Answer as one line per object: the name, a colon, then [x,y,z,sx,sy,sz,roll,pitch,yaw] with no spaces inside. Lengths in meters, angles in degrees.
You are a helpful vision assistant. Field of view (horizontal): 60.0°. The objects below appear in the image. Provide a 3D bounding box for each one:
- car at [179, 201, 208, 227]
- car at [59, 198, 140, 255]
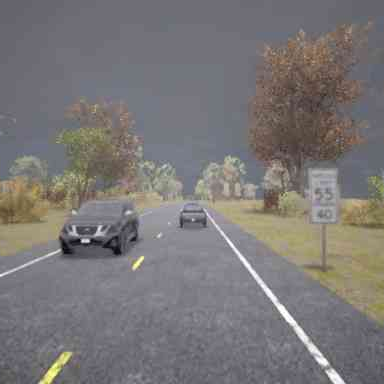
car: [0.086,1.642,23.970,2.128,1.511,4.902,0,0,0]
car: [-3.591,1.302,13.987,2.150,2.045,5.566,0,0,0]
